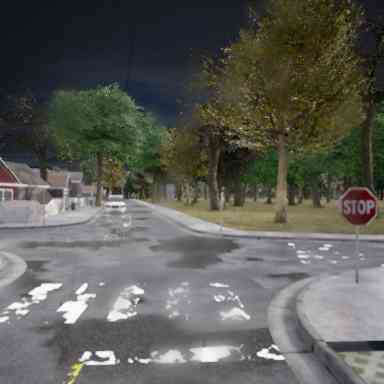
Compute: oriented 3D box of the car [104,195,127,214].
[{"bbox_3d":[-8.401,1.427,36.635,2.150,2.045,5.566,0,2,-12],"label":"car"}]
